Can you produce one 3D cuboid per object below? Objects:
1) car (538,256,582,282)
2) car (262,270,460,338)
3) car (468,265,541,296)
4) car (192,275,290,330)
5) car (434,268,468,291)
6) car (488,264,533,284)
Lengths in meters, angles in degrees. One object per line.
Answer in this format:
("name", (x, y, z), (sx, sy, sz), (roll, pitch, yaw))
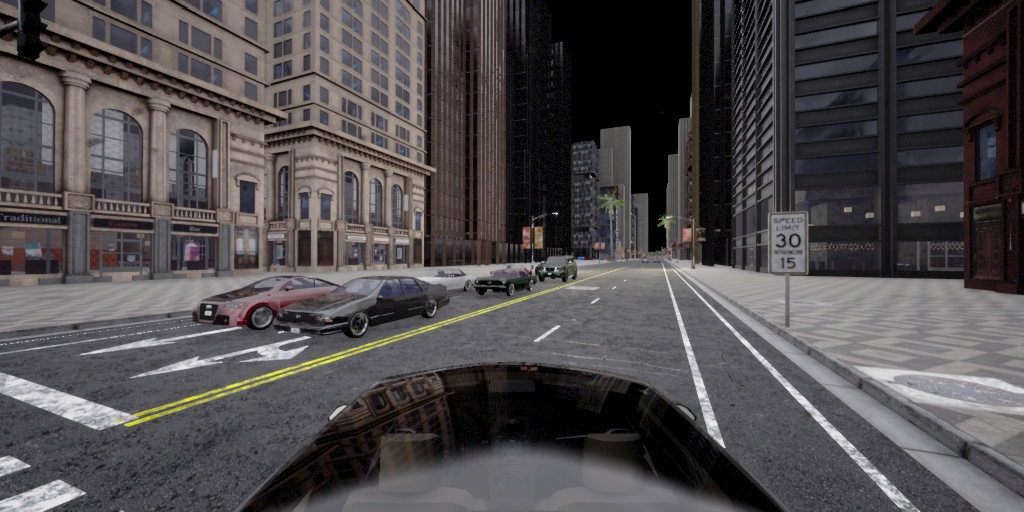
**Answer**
("car", (3.858, 0.986, 29.342), (2.150, 2.045, 5.566), (0, 0, 22))
("car", (-3.907, 1.299, 10.601), (2.033, 1.411, 5.357), (0, 0, 22))
("car", (-0.238, 1.357, 19.461), (1.895, 1.301, 4.718), (0, 0, 23))
("car", (-7.170, 1.315, 11.206), (1.994, 1.385, 4.181), (0, 0, 23))
("car", (-3.823, 1.356, 19.303), (1.895, 1.301, 4.718), (0, 0, 23))
("car", (-0.010, 1.364, 28.506), (1.895, 1.301, 4.718), (0, 0, 23))
